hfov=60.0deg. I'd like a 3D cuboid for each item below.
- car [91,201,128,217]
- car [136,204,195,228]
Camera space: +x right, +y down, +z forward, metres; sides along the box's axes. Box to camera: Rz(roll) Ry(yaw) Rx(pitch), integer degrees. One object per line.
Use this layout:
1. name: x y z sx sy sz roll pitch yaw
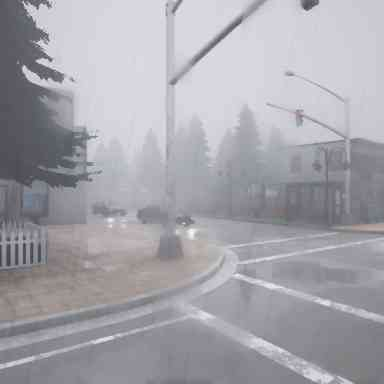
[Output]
1. car: -7.906 1.532 31.363 2.033 1.411 5.357 0 0 -34
2. car: -1.965 1.532 22.481 2.033 1.411 5.357 0 0 -34
